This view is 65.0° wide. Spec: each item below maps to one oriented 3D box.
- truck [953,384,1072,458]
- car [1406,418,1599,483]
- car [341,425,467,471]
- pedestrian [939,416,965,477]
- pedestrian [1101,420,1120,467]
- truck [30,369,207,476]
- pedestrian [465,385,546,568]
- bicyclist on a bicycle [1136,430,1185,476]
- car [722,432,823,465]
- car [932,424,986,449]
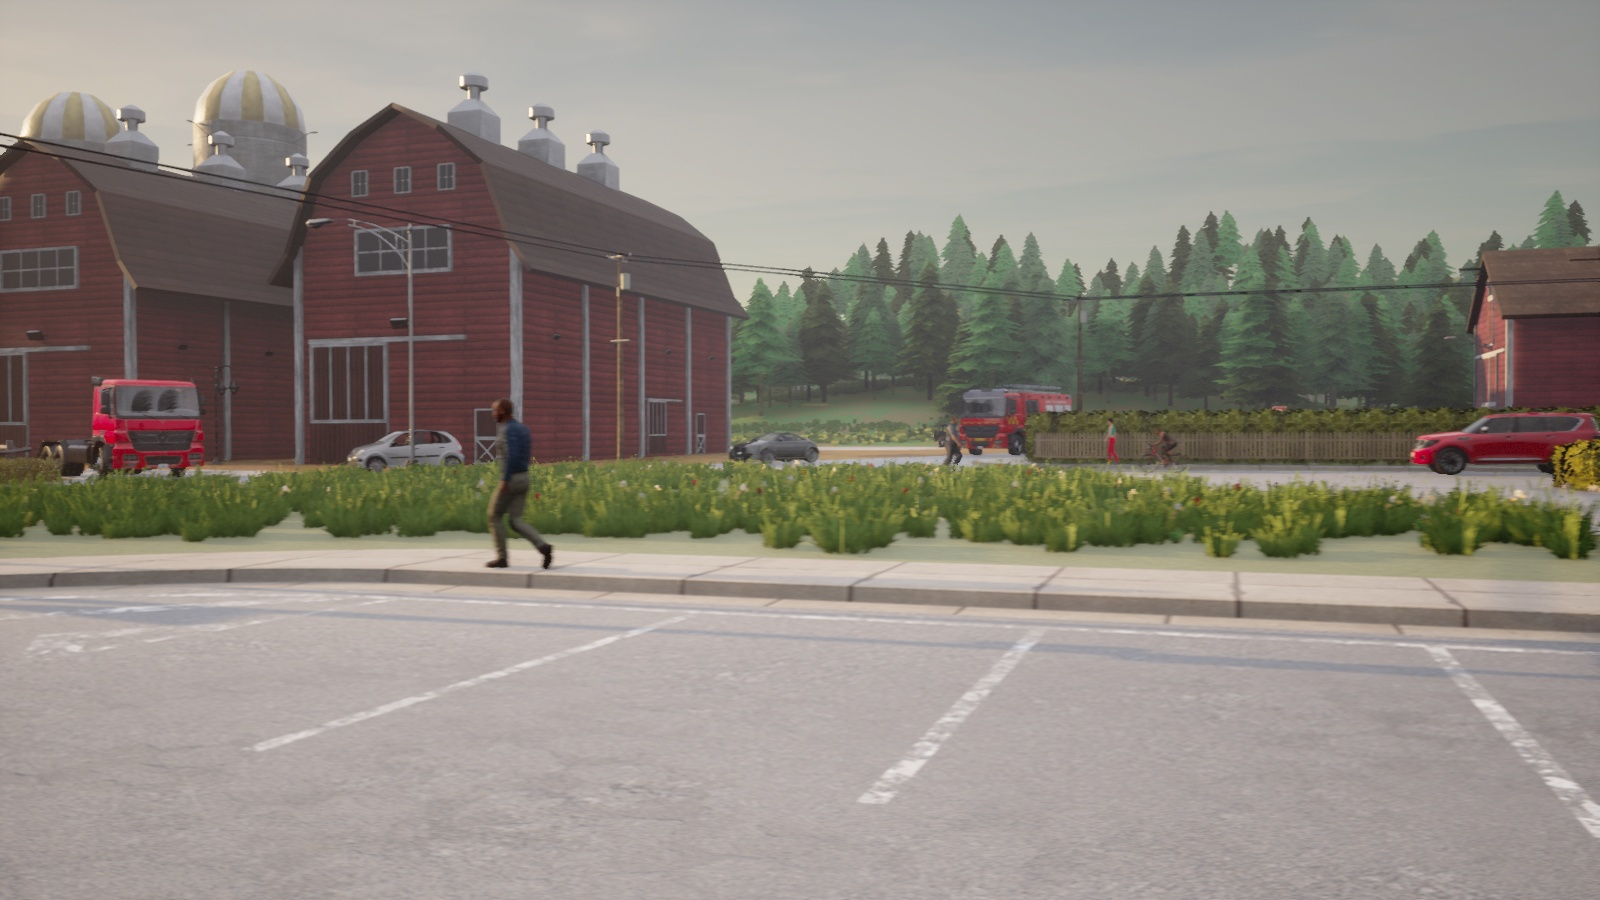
[{"bbox_3d":[11.833,-1.564,69.283,2.891,3.827,8.468,1,1,37],"label":"truck"},{"bbox_3d":[23.123,-0.028,41.221,5.566,2.045,2.150,1,1,19],"label":"car"},{"bbox_3d":[-14.393,-0.093,45.690,3.988,1.617,1.851,-1,1,-33],"label":"car"},{"bbox_3d":[4.619,-0.112,38.143,0.694,1.848,0.540,1,1,19],"label":"pedestrian"},{"bbox_3d":[12.043,-0.253,48.715,0.594,1.836,0.345,1,1,32],"label":"pedestrian"},{"bbox_3d":[-24.116,-0.956,44.249,7.936,3.462,2.891,1,1,41],"label":"truck"},{"bbox_3d":[-3.020,0.264,12.891,0.726,1.835,0.370,1,1,19],"label":"pedestrian"},{"bbox_3d":[12.876,0.110,44.814,1.656,1.620,0.582,0,1,19],"label":"bicyclist on a bicycle"},{"bbox_3d":[-1.183,-0.096,55.471,4.181,1.385,1.994,-1,1,-42],"label":"car"},{"bbox_3d":[12.324,-1.029,97.268,3.866,1.878,1.905,1,1,20],"label":"car"}]
